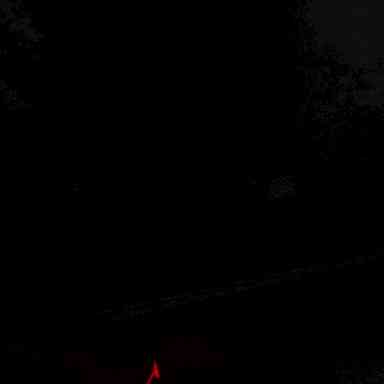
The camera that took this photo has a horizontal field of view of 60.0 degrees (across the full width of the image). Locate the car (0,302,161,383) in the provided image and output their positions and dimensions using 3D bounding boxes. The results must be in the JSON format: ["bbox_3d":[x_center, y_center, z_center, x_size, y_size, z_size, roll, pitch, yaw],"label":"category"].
[{"bbox_3d":[-2.228,1.563,2.087,4.181,1.385,1.994,0,0,-36],"label":"car"}]

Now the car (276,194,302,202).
[{"bbox_3d":[20.194,1.727,69.692,2.435,2.045,5.566,0,0,-36],"label":"car"}]

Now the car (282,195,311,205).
[{"bbox_3d":[22.351,1.710,71.251,2.435,2.045,5.566,0,0,-36],"label":"car"}]

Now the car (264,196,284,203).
[{"bbox_3d":[21.328,1.951,86.647,2.163,1.488,4.792,0,0,-36],"label":"car"}]

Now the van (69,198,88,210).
[{"bbox_3d":[-19.490,1.992,56.985,1.878,1.987,4.442,0,0,-36],"label":"van"}]

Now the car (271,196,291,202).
[{"bbox_3d":[23.611,1.912,88.266,2.231,1.521,4.892,0,0,-36],"label":"car"}]

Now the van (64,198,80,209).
[{"bbox_3d":[-15.919,2.023,43.430,1.878,1.987,4.442,0,0,-36],"label":"van"}]

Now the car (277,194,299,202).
[{"bbox_3d":[25.905,1.652,89.882,2.435,2.045,5.566,0,0,-36],"label":"car"}]

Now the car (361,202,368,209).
[{"bbox_3d":[22.159,1.764,44.459,1.895,1.301,4.718,4,-3,-34],"label":"car"}]
